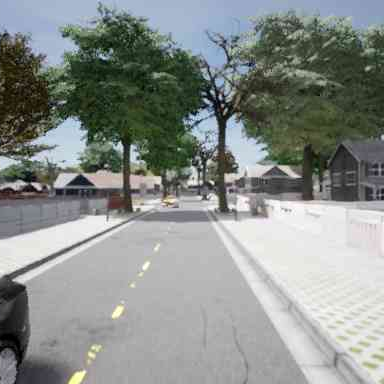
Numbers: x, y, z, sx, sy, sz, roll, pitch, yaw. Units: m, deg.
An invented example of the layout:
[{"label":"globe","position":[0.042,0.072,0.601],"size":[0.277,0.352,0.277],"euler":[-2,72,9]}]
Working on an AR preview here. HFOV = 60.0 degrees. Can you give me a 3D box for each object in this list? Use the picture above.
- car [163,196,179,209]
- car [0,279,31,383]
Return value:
[{"label":"car","position":[-2.772,1.268,44.330],"size":[1.882,1.535,5.008],"euler":[0,0,0]},{"label":"car","position":[-2.853,1.472,1.924],"size":[1.882,1.535,5.008],"euler":[0,0,0]}]
